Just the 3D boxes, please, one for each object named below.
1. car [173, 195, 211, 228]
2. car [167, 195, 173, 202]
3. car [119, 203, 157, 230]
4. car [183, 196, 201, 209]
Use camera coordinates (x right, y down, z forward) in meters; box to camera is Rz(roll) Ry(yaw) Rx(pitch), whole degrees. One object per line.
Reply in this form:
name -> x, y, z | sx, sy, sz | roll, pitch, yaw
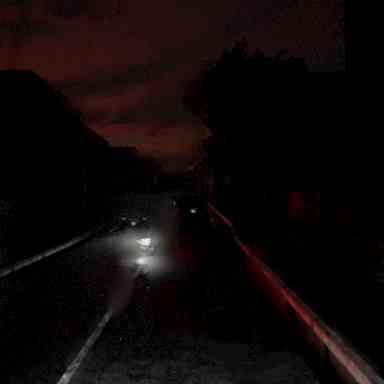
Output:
car -> 0.065, 1.212, 22.435 | 2.150, 2.045, 5.566 | 0, 1, 0
car -> -3.584, 1.210, 61.727 | 1.994, 1.385, 4.181 | 0, 0, 0
car -> -3.267, 1.488, 20.929 | 2.128, 1.511, 4.902 | 0, 0, 0
car -> 0.011, 1.303, 42.165 | 2.128, 1.511, 4.902 | 0, 0, 0
